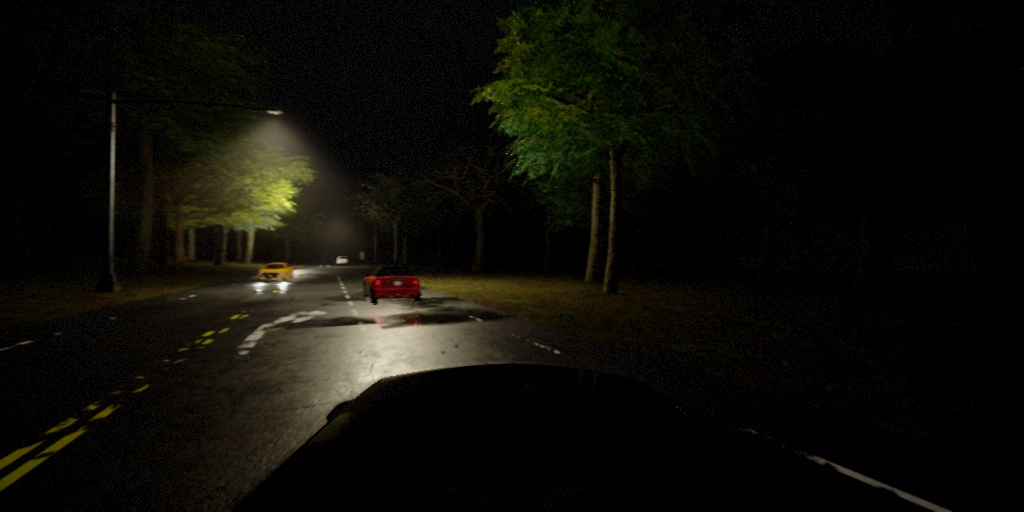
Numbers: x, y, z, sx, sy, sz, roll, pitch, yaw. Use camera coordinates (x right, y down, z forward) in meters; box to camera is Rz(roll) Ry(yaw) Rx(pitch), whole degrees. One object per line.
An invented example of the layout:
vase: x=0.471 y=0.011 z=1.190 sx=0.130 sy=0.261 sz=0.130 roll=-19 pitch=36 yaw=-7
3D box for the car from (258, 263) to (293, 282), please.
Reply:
car: x=-20.041 y=1.312 z=30.594 sx=1.882 sy=1.535 sz=5.008 roll=0 pitch=0 yaw=-23

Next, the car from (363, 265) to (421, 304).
car: x=-5.879 y=1.206 z=17.285 sx=2.097 sy=1.767 sz=4.553 roll=1 pitch=-1 yaw=-27
